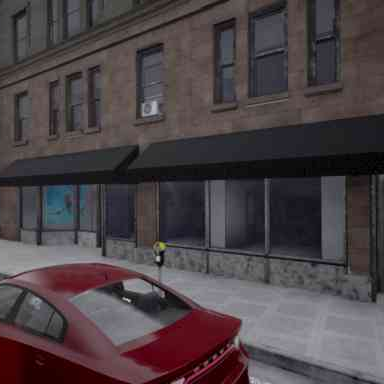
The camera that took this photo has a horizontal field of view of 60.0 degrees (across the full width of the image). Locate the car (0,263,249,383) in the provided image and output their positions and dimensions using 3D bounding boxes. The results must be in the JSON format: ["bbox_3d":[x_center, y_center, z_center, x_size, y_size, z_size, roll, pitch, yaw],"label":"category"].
[{"bbox_3d":[-1.554,1.545,3.958,4.507,1.381,1.887,0,0,35],"label":"car"}]
